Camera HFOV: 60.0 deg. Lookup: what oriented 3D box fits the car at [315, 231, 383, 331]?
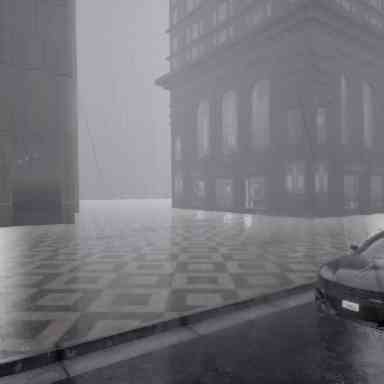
[{"bbox_3d":[4.470,1.475,6.569,5.008,1.535,1.882,0,0,-36],"label":"car"}]
